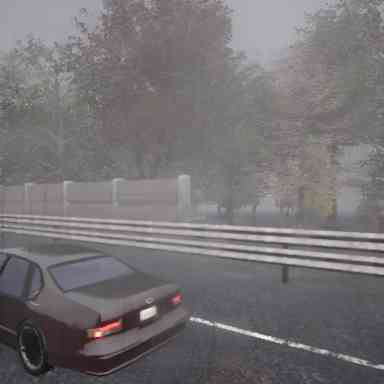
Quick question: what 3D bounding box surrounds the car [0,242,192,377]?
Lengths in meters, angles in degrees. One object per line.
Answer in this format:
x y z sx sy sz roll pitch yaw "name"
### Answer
-2.582 1.607 5.655 5.357 1.411 2.033 -1 -1 36 "car"
